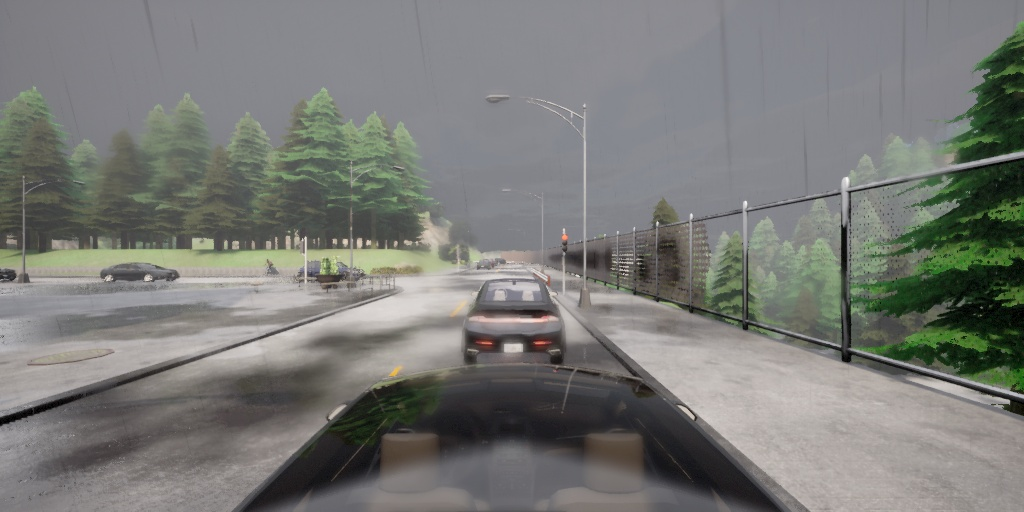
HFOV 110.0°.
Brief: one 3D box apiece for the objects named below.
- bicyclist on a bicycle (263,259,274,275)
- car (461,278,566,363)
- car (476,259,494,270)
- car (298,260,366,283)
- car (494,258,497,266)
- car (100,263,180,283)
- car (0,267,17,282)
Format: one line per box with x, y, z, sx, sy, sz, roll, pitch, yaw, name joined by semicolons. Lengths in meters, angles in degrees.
-24.148;1.099;35.566;0.582;1.620;1.656;0;0;0;bicyclist on a bicycle
0.048;1.241;8.081;2.128;1.511;4.902;0;0;1;car
-4.084;1.255;52.501;1.837;1.490;4.892;0;0;0;car
-13.539;1.101;27.225;4.553;1.767;2.097;0;0;-1;car
-4.056;1.228;62.024;1.882;1.535;5.008;0;0;0;car
-28.122;1.256;27.174;4.892;1.490;1.837;0;0;0;car
-40.867;1.228;27.198;5.008;1.535;1.882;0;0;0;car
